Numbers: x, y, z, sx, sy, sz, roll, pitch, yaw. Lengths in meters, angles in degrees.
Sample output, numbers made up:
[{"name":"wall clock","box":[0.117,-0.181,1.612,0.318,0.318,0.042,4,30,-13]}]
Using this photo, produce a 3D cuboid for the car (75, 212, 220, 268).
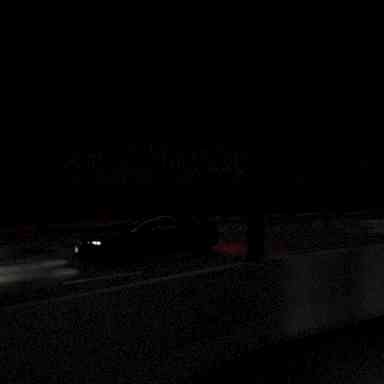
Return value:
[{"name":"car","box":[-1.345,1.454,11.208,4.902,1.511,2.128,0,0,-32]}]
